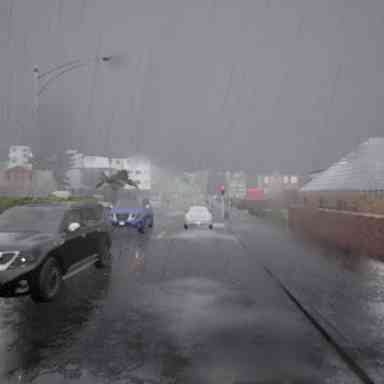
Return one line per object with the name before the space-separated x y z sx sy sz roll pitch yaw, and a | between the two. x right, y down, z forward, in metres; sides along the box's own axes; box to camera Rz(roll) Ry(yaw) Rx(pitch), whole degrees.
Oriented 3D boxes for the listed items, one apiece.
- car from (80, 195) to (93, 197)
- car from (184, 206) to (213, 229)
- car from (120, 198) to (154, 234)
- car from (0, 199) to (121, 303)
car | -18.871 1.437 57.966 1.905 1.878 3.866 0 -1 36
car | 0.440 1.707 22.975 1.812 1.442 4.674 0 0 1
car | -3.743 1.388 20.859 2.150 2.045 5.566 0 -1 1
car | -3.820 1.305 8.754 2.150 2.045 5.566 0 -1 4
